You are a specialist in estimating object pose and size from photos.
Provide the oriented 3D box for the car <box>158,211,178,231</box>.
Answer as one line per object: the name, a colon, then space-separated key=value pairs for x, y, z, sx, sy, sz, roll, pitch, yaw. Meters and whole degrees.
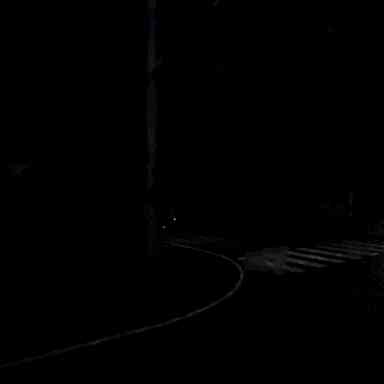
car: x=-2.800 y=1.605 z=19.996 sx=1.895 sy=1.301 sz=4.718 roll=0 pitch=0 yaw=-36
